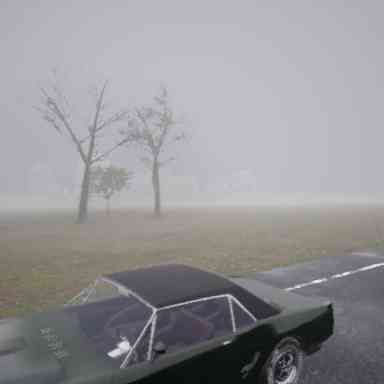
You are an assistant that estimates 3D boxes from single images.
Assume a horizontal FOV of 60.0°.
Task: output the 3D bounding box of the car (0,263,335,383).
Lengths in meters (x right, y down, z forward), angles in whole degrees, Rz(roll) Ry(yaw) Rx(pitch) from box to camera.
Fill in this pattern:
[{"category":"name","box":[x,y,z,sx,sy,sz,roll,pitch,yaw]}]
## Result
[{"category":"car","box":[-0.605,1.595,3.565,4.718,1.301,1.895,0,0,-36]}]
